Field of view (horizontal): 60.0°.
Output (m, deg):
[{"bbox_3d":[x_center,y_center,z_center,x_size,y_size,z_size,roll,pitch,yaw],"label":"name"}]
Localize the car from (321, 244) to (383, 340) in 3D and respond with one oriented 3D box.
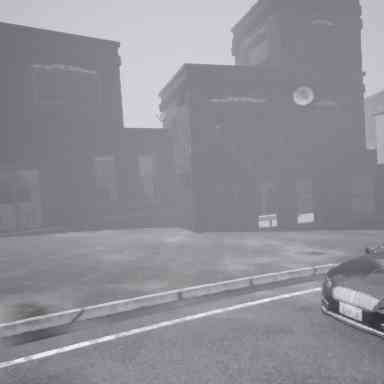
[{"bbox_3d":[4.497,1.459,5.932,4.902,1.511,2.128,0,1,-27],"label":"car"}]
